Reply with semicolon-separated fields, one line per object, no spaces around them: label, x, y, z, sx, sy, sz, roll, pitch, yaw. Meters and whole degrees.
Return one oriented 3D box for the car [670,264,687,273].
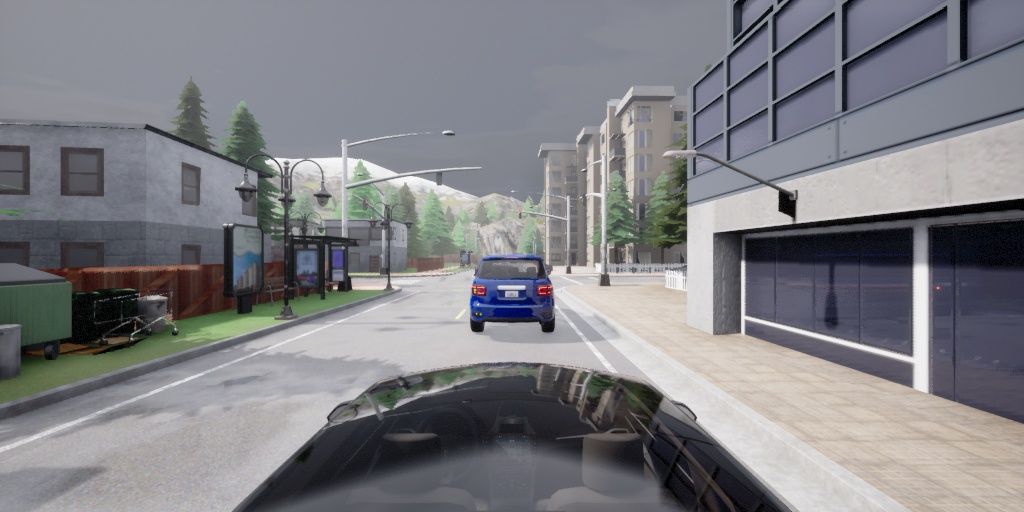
car;16.500;1.270;31.858;4.892;1.490;1.837;0;0;-2

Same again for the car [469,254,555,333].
car;0.050;0.971;10.939;2.150;2.045;5.566;0;0;1
